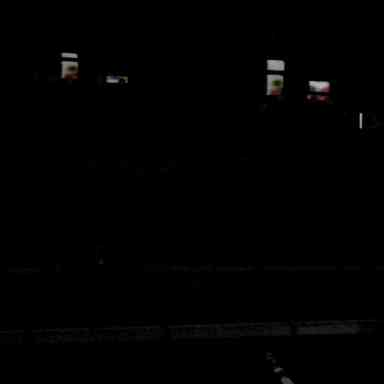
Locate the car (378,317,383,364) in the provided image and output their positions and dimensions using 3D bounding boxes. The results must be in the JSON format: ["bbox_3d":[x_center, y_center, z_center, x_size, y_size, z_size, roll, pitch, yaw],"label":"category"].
[{"bbox_3d":[4.441,1.633,3.792,4.313,1.339,1.947,1,0,-7],"label":"car"}]
